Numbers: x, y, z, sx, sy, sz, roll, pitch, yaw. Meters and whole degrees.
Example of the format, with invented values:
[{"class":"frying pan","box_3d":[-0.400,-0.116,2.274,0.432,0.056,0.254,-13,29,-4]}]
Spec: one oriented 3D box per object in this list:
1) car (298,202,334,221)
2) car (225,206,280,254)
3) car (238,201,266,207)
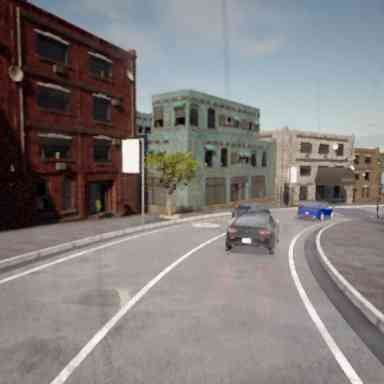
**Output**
[{"class":"car","box_3d":[11.077,1.631,29.544,1.882,1.535,5.008,4,2,38]},{"class":"car","box_3d":[2.606,1.547,13.817,1.812,1.442,4.674,2,0,17]},{"class":"car","box_3d":[4.824,1.485,27.038,1.994,1.385,4.181,3,2,33]}]
